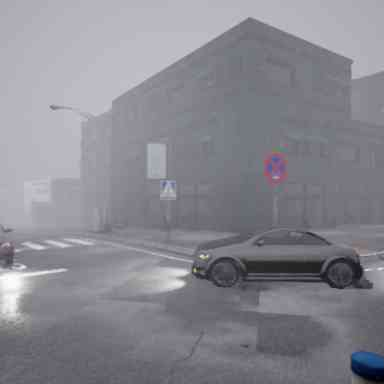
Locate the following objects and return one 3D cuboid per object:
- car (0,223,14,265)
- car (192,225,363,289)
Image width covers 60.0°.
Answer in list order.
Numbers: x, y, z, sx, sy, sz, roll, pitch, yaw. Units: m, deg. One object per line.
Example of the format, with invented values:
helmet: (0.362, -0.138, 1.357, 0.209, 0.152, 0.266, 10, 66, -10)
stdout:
car: (-7.491, 1.697, 11.698, 1.812, 1.442, 4.674, 0, -2, -35)
car: (2.080, 1.571, 8.669, 4.181, 1.385, 1.994, 0, 0, 3)
